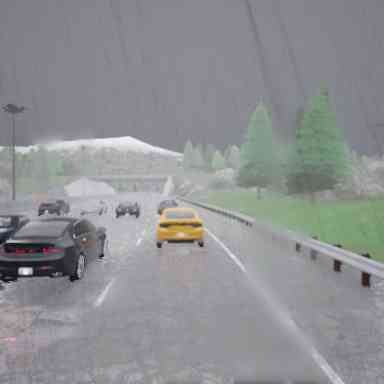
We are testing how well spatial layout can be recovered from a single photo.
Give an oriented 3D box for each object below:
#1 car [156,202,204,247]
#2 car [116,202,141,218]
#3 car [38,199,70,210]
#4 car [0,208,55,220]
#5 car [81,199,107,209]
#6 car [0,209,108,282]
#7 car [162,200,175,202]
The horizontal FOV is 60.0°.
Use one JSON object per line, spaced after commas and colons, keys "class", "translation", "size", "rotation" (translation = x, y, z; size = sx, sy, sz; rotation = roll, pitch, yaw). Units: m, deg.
{"class": "car", "translation": [-0.585, 1.422, 14.828], "size": [1.882, 1.535, 5.008], "rotation": [0, 0, -4]}
{"class": "car", "translation": [-5.460, 1.502, 29.049], "size": [1.895, 1.301, 4.718], "rotation": [0, 0, -6]}
{"class": "car", "translation": [-12.709, 1.413, 30.903], "size": [1.837, 1.490, 4.892], "rotation": [0, 0, -6]}
{"class": "car", "translation": [-7.482, 1.564, 13.597], "size": [1.895, 1.301, 4.718], "rotation": [0, 0, -4]}
{"class": "car", "translation": [-9.292, 1.424, 31.728], "size": [1.812, 1.442, 4.674], "rotation": [0, 0, -6]}
{"class": "car", "translation": [-3.762, 1.475, 9.701], "size": [1.837, 1.490, 4.892], "rotation": [0, 0, -3]}
{"class": "car", "translation": [-2.165, 1.451, 31.036], "size": [1.994, 1.385, 4.181], "rotation": [0, 0, -6]}
